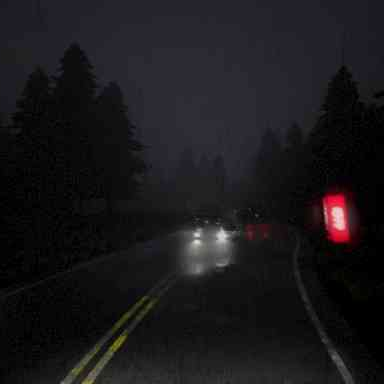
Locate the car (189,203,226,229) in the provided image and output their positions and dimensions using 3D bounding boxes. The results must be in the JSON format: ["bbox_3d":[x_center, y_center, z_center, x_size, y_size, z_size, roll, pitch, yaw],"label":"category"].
[{"bbox_3d":[1.161,1.538,22.048,1.837,1.490,4.892,1,0,7],"label":"car"}]

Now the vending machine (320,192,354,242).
[{"bbox_3d":[6.493,1.125,14.962,1.100,2.100,0.880,-6,-7,17],"label":"vending machine"}]

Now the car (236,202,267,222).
[{"bbox_3d":[4.756,1.545,26.985,2.128,1.511,4.902,1,0,0],"label":"car"}]

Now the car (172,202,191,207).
[{"bbox_3d":[-1.099,2.048,45.400,1.812,1.442,4.674,4,-6,-33],"label":"car"}]
